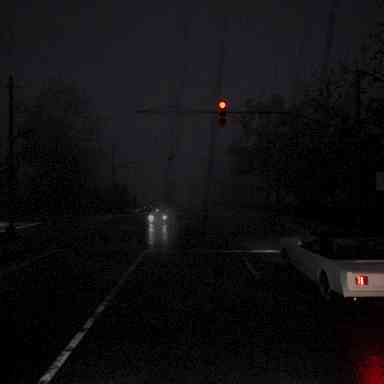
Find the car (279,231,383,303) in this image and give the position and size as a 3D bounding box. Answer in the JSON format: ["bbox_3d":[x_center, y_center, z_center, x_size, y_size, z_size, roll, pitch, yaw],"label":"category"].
[{"bbox_3d":[3.587,1.601,8.152,1.895,1.301,4.718,0,0,0],"label":"car"}]

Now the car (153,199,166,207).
[{"bbox_3d":[-6.069,1.959,61.648,1.994,1.385,4.181,0,-1,-10],"label":"car"}]

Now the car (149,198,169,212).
[{"bbox_3d":[-3.930,1.561,38.867,1.812,1.442,4.674,0,0,-2],"label":"car"}]

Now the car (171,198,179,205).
[{"bbox_3d":[-5.056,2.126,73.620,1.882,1.535,5.008,0,-1,-19],"label":"car"}]

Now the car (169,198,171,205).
[{"bbox_3d":[-4.731,1.749,51.354,1.994,1.385,4.181,0,-1,-6],"label":"car"}]

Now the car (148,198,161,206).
[{"bbox_3d":[-8.105,2.125,71.658,1.837,1.490,4.892,0,-1,-16],"label":"car"}]
